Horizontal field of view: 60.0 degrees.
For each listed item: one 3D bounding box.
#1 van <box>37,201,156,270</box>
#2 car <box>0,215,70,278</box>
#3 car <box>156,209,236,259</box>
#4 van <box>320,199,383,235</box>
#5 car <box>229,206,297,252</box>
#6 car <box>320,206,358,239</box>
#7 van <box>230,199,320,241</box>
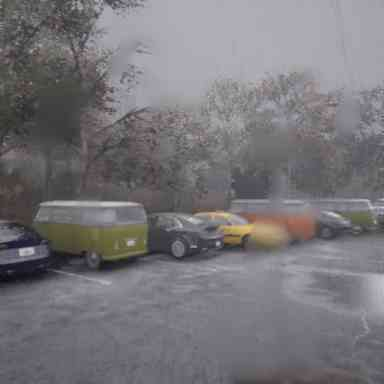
[{"bbox_3d":[-3.599,1.286,11.137,4.442,1.987,1.878,-1,-1,35],"label":"van"},{"bbox_3d":[-5.922,1.519,9.380,4.792,1.488,2.163,-1,-1,34],"label":"car"},{"bbox_3d":[-1.100,1.533,12.778,4.892,1.521,2.231,-1,-1,34],"label":"car"},{"bbox_3d":[8.581,1.410,19.569,4.442,1.987,1.878,-1,-1,34],"label":"van"},{"bbox_3d":[1.447,1.552,14.392,5.366,1.575,1.946,-1,-1,35],"label":"car"},{"bbox_3d":[6.085,1.648,17.910,4.674,1.452,2.002,-1,-1,34],"label":"car"},{"bbox_3d":[3.591,1.358,16.273,4.442,1.987,1.878,-1,-1,34],"label":"van"}]
